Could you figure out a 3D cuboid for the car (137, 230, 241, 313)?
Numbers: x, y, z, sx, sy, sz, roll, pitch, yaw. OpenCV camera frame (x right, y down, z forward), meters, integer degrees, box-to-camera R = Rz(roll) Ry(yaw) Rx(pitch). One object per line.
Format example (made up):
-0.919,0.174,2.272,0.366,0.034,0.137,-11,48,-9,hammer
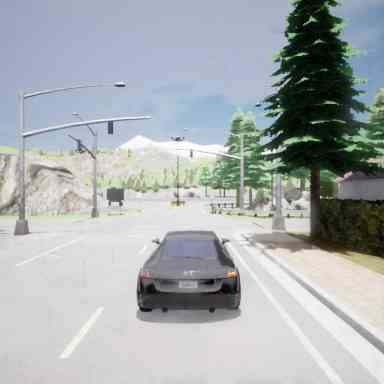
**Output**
-0.033,1.574,7.816,1.994,1.385,4.181,0,0,1,car
